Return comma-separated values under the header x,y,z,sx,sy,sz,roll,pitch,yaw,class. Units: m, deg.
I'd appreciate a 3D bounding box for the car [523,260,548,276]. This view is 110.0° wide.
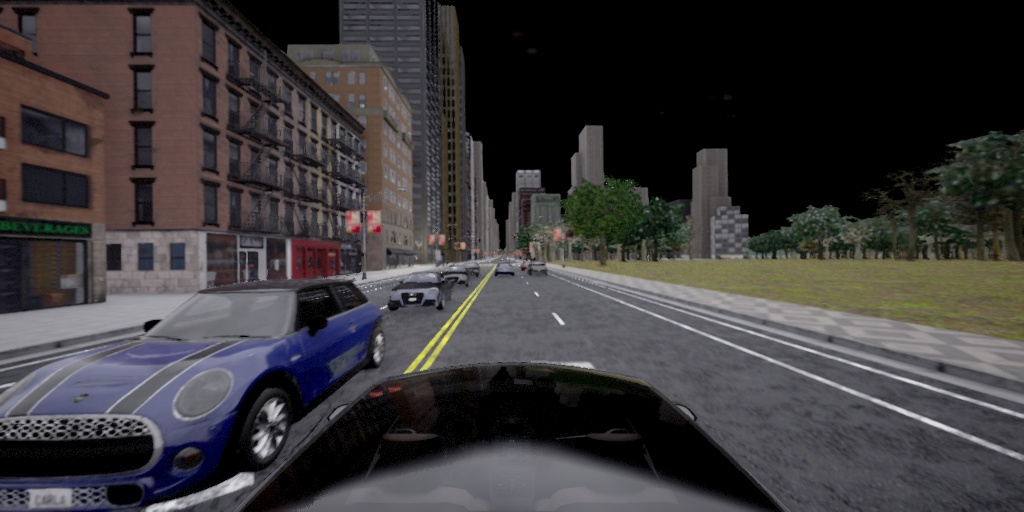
x,y,z,sx,sy,sz,roll,pitch,yaw,class
2.574,1.205,37.206,2.128,1.511,4.902,-1,0,-1,car

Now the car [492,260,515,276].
x,y,z,sx,sy,sz,roll,pitch,yaw,class
-0.759,1.318,36.903,1.994,1.385,4.181,-1,0,-1,car

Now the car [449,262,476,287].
x,y,z,sx,sy,sz,roll,pitch,yaw,class
-3.830,1.356,24.762,1.994,1.385,4.181,-1,0,-2,car

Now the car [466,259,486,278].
x,y,z,sx,sy,sz,roll,pitch,yaw,class
-4.007,1.341,35.408,2.033,1.411,5.357,-1,0,-1,car

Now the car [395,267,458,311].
x,y,z,sx,sy,sz,roll,pitch,yaw,class
-3.601,1.355,14.758,1.994,1.385,4.181,-1,0,-2,car

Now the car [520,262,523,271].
x,y,z,sx,sy,sz,roll,pitch,yaw,class
2.216,1.282,49.383,1.994,1.385,4.181,-1,0,-1,car

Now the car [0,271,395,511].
x,y,z,sx,sy,sz,roll,pitch,yaw,class
-3.373,1.142,4.814,2.097,1.767,4.553,-1,0,-1,car
